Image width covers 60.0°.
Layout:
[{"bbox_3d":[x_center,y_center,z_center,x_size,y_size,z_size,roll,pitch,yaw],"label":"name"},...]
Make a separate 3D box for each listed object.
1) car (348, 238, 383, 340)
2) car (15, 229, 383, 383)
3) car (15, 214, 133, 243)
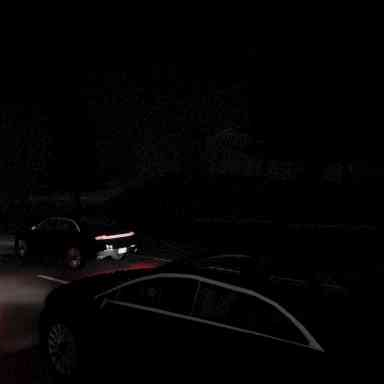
[{"bbox_3d":[4.976,1.600,4.752,4.718,1.301,1.895,0,0,35],"label":"car"},{"bbox_3d":[0.173,1.489,3.863,4.902,1.511,2.128,0,0,35],"label":"car"},{"bbox_3d":[-3.989,1.477,11.036,4.902,1.511,2.128,0,0,35],"label":"car"}]
